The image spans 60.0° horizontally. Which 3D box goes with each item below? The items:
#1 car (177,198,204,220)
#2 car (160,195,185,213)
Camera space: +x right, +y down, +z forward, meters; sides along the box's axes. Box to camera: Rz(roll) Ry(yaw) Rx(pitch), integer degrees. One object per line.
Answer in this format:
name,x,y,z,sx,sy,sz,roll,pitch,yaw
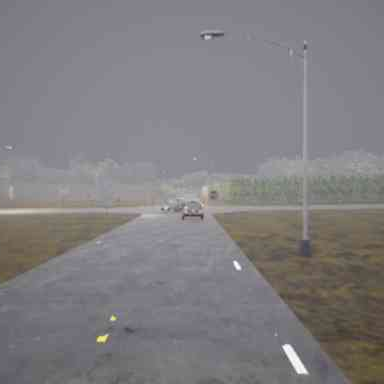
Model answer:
car,-0.005,1.489,27.819,2.033,1.411,5.357,0,0,-3
car,-1.567,1.409,35.062,2.128,1.511,4.902,0,0,25
